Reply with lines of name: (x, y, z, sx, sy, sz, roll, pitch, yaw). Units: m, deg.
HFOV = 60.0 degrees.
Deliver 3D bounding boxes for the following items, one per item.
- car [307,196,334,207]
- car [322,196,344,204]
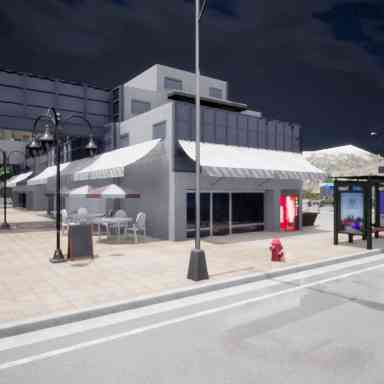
car: (19.131, 1.345, 48.810, 5.027, 1.636, 2.152, 0, 0, -36)
car: (28.404, 1.489, 66.928, 4.514, 1.523, 2.007, 0, 0, -36)
